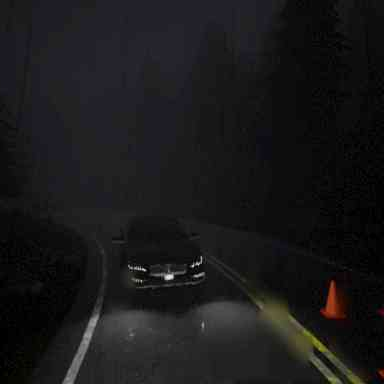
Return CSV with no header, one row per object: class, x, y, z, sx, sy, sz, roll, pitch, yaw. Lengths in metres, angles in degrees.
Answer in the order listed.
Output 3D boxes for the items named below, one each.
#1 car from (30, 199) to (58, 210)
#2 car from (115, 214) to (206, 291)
car,-16.260,1.497,36.457,1.895,1.301,4.718,-4,2,-37
car,-1.023,1.415,8.997,1.837,1.490,4.892,-1,1,-13
